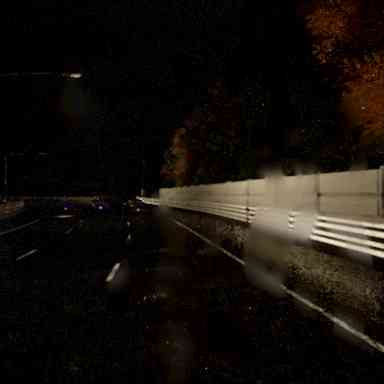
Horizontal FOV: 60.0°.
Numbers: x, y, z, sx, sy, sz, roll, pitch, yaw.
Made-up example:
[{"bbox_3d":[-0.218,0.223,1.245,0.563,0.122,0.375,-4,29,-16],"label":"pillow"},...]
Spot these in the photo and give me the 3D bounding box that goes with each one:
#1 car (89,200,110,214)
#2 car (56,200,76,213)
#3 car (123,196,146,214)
[{"bbox_3d":[-10.283,1.624,36.886,1.994,1.385,4.181,0,0,-19],"label":"car"},{"bbox_3d":[-14.339,1.608,37.762,1.812,1.442,4.674,0,0,-21],"label":"car"},{"bbox_3d":[-6.225,1.542,35.870,1.837,1.490,4.892,0,0,-19],"label":"car"}]
